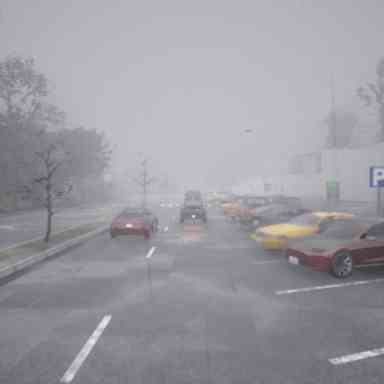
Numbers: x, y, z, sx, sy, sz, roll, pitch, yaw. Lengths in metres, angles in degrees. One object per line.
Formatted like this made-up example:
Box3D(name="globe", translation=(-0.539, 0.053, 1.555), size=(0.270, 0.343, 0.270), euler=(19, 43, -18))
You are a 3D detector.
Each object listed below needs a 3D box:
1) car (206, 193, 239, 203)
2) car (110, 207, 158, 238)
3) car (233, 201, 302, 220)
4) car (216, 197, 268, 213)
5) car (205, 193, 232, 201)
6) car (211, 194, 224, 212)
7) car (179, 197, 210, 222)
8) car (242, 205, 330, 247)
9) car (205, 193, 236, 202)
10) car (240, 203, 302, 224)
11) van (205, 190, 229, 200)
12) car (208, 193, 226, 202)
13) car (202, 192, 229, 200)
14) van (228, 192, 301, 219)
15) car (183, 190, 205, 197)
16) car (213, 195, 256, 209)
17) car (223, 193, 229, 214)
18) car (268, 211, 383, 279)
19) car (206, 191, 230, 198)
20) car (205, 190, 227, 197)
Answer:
Box3D(name="car", translation=(5.069, 0.973, 54.703), size=(5.008, 1.535, 2.097), euler=(1, 1, -20))
Box3D(name="car", translation=(-2.902, 1.492, 17.354), size=(1.994, 1.385, 4.181), euler=(0, 1, 0))
Box3D(name="car", translation=(5.063, 1.445, 18.914), size=(4.674, 1.452, 2.002), euler=(1, 0, -20))
Box3D(name="car", translation=(5.092, 1.247, 33.845), size=(4.792, 1.488, 2.163), euler=(1, 1, -20))
Box3D(name="car", translation=(5.088, 0.930, 63.665), size=(4.792, 1.488, 2.163), euler=(1, 0, -20))
Box3D(name="car", translation=(4.892, 1.256, 30.783), size=(5.366, 1.575, 1.946), euler=(1, 1, -20))
Box3D(name="car", translation=(0.097, 1.355, 24.712), size=(1.837, 1.490, 4.892), euler=(0, 1, 0))
Box3D(name="car", translation=(4.897, 1.447, 12.873), size=(5.366, 1.575, 1.946), euler=(1, 1, -20))
Box3D(name="car", translation=(5.236, 0.922, 60.735), size=(5.366, 1.575, 1.946), euler=(1, 0, -20))
Box3D(name="car", translation=(5.094, 1.463, 15.942), size=(4.792, 1.488, 2.163), euler=(1, 0, -20))
Box3D(name="van", translation=(4.956, 0.651, 66.590), size=(4.442, 1.987, 1.878), euler=(1, 1, -20))
Box3D(name="car", translation=(4.892, 1.170, 36.749), size=(5.366, 1.575, 1.946), euler=(1, 1, -20))
Box3D(name="car", translation=(4.889, 0.851, 69.550), size=(5.366, 1.575, 1.946), euler=(1, 1, -20))
Box3D(name="van", translation=(4.962, 1.150, 21.844), size=(4.442, 1.987, 1.878), euler=(1, 1, -20))
Box3D(name="car", translation=(0.100, 0.830, 42.368), size=(2.150, 2.045, 5.566), euler=(0, 0, -1))
Box3D(name="car", translation=(5.061, 1.175, 39.798), size=(4.674, 1.452, 2.002), euler=(1, 0, -20))
Box3D(name="car", translation=(5.039, 1.215, 24.872), size=(4.553, 1.767, 2.185), euler=(1, 1, -20))
Box3D(name="car", translation=(5.041, 1.497, 9.946), size=(4.792, 1.488, 2.163), euler=(1, 1, -20))
Box3D(name="car", translation=(5.074, 1.032, 48.737), size=(4.892, 1.521, 2.231), euler=(1, 1, -20))
Box3D(name="car", translation=(5.093, 0.749, 51.736), size=(5.566, 2.045, 2.435), euler=(1, 0, -20))
